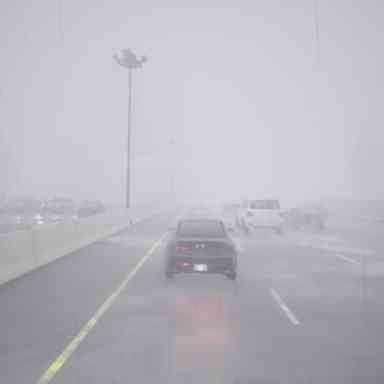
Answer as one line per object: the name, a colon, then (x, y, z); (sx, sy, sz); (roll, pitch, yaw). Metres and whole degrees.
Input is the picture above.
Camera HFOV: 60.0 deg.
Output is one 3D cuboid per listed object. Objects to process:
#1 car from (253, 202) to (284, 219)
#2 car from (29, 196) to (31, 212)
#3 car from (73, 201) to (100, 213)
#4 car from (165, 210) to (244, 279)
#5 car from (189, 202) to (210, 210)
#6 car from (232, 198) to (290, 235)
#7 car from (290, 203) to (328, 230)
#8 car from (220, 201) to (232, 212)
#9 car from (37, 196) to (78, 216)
car: (7.778, 1.847, 34.399); (2.033, 1.411, 5.357); (1, 0, 1)
car: (-16.854, 1.251, 33.014); (2.097, 1.767, 4.553); (1, 0, 1)
car: (-9.852, 1.546, 33.100); (1.812, 1.442, 4.674); (1, -1, 1)
car: (0.259, 1.513, 10.122); (1.837, 1.490, 4.892); (1, 0, 1)
car: (0.709, 1.688, 31.162); (1.812, 1.442, 4.674); (1, 0, 1)
car: (3.976, 1.352, 20.152); (2.150, 2.045, 5.566); (1, 0, 1)
car: (7.524, 1.729, 22.721); (1.812, 1.442, 4.674); (1, 0, 1)
car: (4.364, 1.770, 38.490); (2.128, 1.511, 4.902); (1, 0, 1)
car: (-13.345, 1.323, 33.293); (2.097, 1.767, 4.553); (1, 0, 1)
